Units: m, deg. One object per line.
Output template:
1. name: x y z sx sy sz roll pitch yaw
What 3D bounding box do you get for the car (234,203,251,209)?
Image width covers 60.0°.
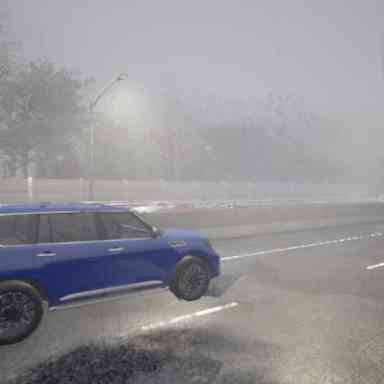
1. car: 2.017 1.453 22.647 4.902 1.511 2.128 0 0 -36

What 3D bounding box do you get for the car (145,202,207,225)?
1. car: -1.158 1.531 24.678 4.181 1.385 1.994 0 0 -36

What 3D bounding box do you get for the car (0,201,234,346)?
1. car: -2.017 1.217 6.609 5.566 2.045 2.150 0 0 -36

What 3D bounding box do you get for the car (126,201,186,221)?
1. car: -2.970 1.493 27.688 4.674 1.442 1.812 0 0 -36
